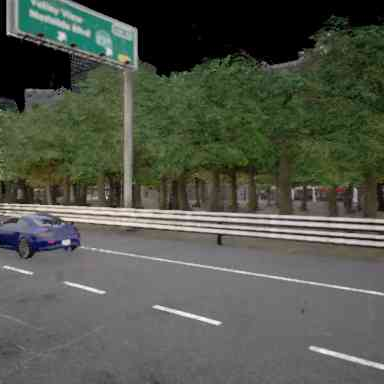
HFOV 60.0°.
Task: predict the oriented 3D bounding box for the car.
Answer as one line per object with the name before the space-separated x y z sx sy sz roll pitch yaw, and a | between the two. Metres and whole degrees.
car | -6.104 1.534 12.513 4.674 1.442 1.812 0 0 35
